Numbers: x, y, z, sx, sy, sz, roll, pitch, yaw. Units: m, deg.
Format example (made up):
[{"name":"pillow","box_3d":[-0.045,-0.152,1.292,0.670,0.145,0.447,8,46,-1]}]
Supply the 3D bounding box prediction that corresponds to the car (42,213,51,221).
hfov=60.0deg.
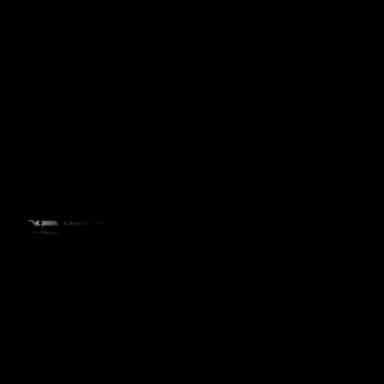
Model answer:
[{"name":"car","box_3d":[-24.414,4.586,49.375,5.566,2.045,2.435,-1,0,17]}]

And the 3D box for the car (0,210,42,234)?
[{"name":"car","box_3d":[-13.861,2.209,23.816,1.837,1.490,4.892,0,-5,39]}]

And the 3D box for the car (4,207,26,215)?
[{"name":"car","box_3d":[-42.878,4.577,80.760,2.185,1.767,4.553,0,1,19]}]

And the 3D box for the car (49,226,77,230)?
[{"name":"car","box_3d":[-14.550,4.657,34.270,5.566,2.045,2.435,1,0,17]}]

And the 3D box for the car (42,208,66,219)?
[{"name":"car","box_3d":[-28.788,4.519,69.493,2.435,2.045,5.566,0,1,19]}]

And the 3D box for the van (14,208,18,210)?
[{"name":"van","box_3d":[-38.209,4.500,76.914,1.878,1.987,4.442,0,1,19]}]

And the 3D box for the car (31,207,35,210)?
[{"name":"car","box_3d":[-33.426,4.742,73.451,1.946,1.575,5.366,0,1,19]}]

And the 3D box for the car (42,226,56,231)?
[{"name":"car","box_3d":[-16.435,4.657,31.859,5.566,2.045,2.435,1,1,17]}]

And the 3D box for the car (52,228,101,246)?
[{"name":"car","box_3d":[-12.725,4.937,36.681,4.792,1.488,2.163,1,0,17]}]
